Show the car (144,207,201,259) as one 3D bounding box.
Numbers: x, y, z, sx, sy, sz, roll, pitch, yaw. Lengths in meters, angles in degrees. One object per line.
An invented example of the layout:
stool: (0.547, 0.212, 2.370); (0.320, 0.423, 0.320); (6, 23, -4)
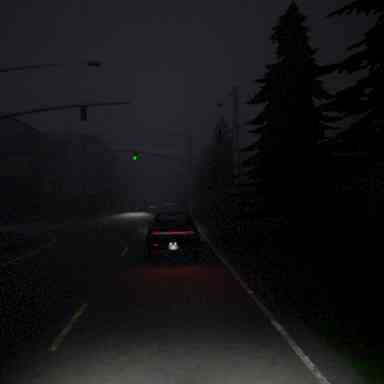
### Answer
car: (-0.742, 1.515, 12.789); (2.128, 1.511, 4.902); (0, 0, -4)

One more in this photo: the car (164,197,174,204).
car: (-4.457, 1.686, 64.337); (1.994, 1.385, 4.181); (0, 0, -4)

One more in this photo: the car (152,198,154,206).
car: (-7.465, 1.636, 56.492); (1.837, 1.490, 4.892); (0, 0, -4)

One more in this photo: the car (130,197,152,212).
car: (-6.346, 1.591, 40.062); (2.128, 1.511, 4.902); (0, 0, -4)
